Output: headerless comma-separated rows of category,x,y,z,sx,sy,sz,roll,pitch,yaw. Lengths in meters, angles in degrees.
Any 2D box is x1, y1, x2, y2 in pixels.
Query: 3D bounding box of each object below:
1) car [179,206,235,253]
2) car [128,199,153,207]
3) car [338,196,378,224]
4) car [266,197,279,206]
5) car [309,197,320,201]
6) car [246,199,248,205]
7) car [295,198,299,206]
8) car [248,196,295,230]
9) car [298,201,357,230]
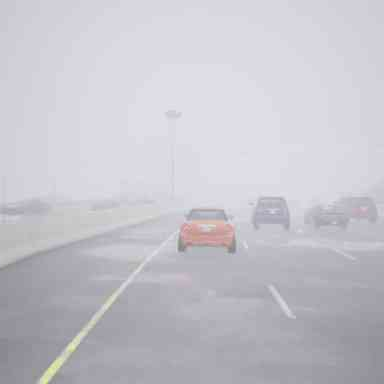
car,0.706,1.359,14.073,2.097,1.767,4.553,1,0,5
car,-6.013,1.487,40.769,2.033,1.411,5.357,1,0,13
car,12.809,1.349,26.503,2.150,2.045,5.566,0,0,10
car,14.632,1.650,60.253,1.837,1.490,4.892,0,0,21
car,21.550,1.706,58.619,2.128,1.511,4.902,0,0,21
car,11.108,1.636,60.869,1.812,1.442,4.674,0,0,20
car,18.077,1.744,59.318,1.994,1.385,4.181,1,0,21
car,5.067,1.272,21.956,2.150,2.045,5.566,0,0,8
car,8.623,1.577,21.751,2.128,1.511,4.902,0,0,8
